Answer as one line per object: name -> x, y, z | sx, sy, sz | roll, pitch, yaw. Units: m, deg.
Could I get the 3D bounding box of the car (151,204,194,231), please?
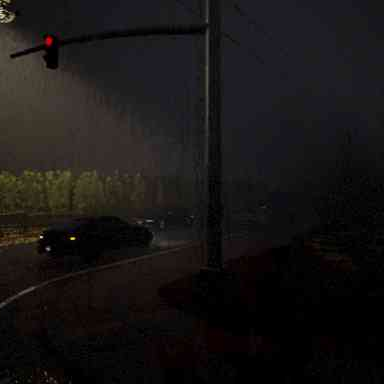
car -> -1.728, 1.567, 21.514 | 1.837, 1.490, 4.892 | 0, 0, 33

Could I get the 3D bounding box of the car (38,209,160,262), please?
car -> -3.402, 1.581, 12.456 | 1.812, 1.442, 4.674 | -1, -1, 29

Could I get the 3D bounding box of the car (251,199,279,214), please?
car -> 8.129, 1.570, 36.870 | 1.837, 1.490, 4.892 | 0, 0, 33
